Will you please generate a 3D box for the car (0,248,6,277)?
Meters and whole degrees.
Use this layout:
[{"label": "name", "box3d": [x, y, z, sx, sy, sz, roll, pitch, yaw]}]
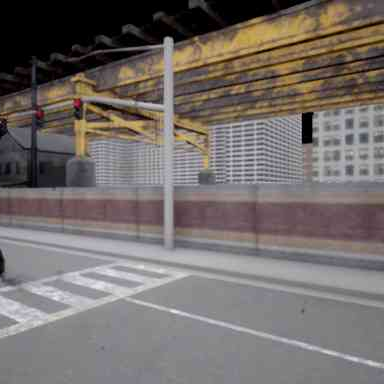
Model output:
[{"label": "car", "box3d": [-6.800, 1.594, 8.840, 4.181, 1.385, 1.994, 0, 0, 36]}]
